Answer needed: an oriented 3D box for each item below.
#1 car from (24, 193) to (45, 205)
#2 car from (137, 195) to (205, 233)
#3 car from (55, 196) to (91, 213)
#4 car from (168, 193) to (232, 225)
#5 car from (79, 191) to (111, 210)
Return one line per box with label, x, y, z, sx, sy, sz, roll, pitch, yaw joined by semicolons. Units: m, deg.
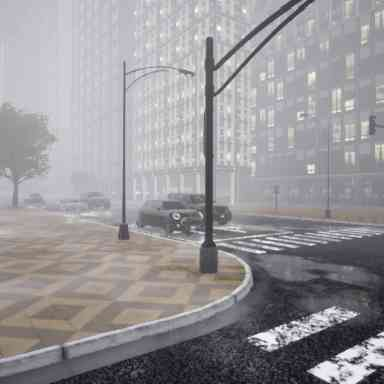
car;-22.485;0.923;47.409;2.097;1.767;4.553;0;0;-37
car;-1.257;1.218;18.648;2.097;1.767;4.553;0;0;-37
car;-12.117;1.316;33.278;1.895;1.301;4.718;0;0;-37
car;0.188;1.084;22.153;2.150;2.045;5.566;0;0;-37
car;-11.036;0.929;37.282;2.150;2.045;5.566;0;0;-37
